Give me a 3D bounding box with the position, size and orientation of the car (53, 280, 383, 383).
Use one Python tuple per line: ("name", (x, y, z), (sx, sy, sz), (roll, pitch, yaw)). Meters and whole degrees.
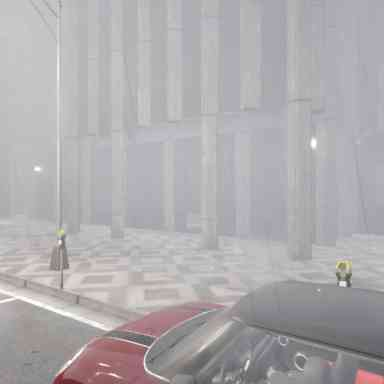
("car", (0.744, 1.440, 2.436), (4.097, 1.590, 1.967), (0, 0, 35))
